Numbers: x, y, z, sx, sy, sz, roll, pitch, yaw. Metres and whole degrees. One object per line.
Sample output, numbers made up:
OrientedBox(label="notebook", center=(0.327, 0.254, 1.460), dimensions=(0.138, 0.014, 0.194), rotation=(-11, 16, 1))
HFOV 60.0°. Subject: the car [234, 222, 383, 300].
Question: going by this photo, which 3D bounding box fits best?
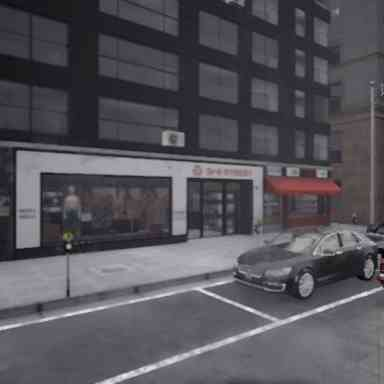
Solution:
OrientedBox(label="car", center=(2.981, 1.566, 8.316), dimensions=(4.403, 1.369, 2.008), rotation=(0, 0, -36))
